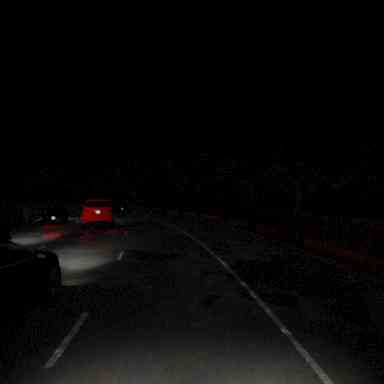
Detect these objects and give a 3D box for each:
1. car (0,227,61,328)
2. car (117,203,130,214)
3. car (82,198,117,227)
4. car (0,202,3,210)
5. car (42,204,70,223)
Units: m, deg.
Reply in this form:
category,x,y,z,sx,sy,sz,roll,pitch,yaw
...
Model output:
category,x,y,z,sx,sy,sz,roll,pitch,yaw
car,-3.816,1.559,5.727,2.128,1.511,4.902,0,-1,-4
car,-9.046,2.004,41.253,1.994,1.385,4.181,0,-1,-23
car,-7.094,1.496,25.280,2.150,2.045,5.566,0,0,-15
car,-27.864,2.026,47.011,2.128,1.511,4.902,0,-1,-31
car,-11.763,1.822,28.783,1.837,1.490,4.892,0,-1,-17
